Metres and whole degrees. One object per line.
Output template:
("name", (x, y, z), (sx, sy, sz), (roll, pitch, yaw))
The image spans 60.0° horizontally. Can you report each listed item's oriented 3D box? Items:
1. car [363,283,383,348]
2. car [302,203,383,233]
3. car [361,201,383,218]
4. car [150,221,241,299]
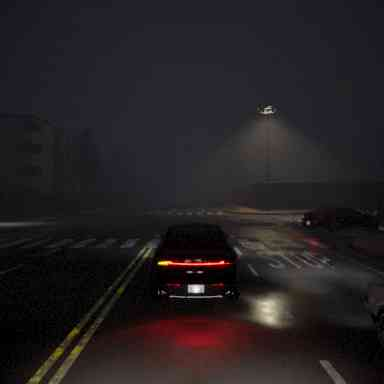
("car", (3.599, 1.601, 3.058), (1.895, 1.301, 4.718), (0, 0, 0))
("car", (8.583, 1.526, 19.288), (4.674, 1.442, 1.812), (0, -1, -23))
("car", (17.883, 1.564, 30.041), (4.181, 1.385, 1.994), (0, 0, 0))
("car", (0.062, 1.505, 8.447), (1.837, 1.490, 4.892), (0, 0, 0))
